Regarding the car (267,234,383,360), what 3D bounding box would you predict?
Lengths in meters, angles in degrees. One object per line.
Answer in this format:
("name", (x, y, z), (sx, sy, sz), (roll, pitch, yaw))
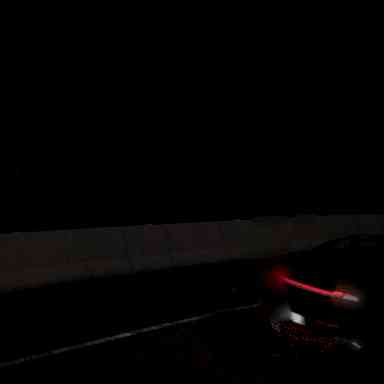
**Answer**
("car", (3.540, 1.491, 5.663), (4.902, 1.511, 2.128), (0, 0, -29))
